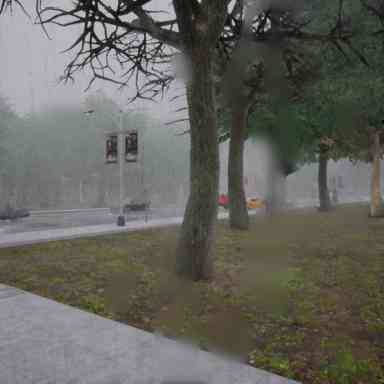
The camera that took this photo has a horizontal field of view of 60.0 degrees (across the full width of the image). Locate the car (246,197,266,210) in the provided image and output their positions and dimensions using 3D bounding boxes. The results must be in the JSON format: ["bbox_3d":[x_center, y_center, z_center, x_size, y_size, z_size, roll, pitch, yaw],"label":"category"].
[{"bbox_3d":[7.827,1.551,45.308,1.882,1.535,5.008,0,0,36],"label":"car"}]

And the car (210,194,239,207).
[{"bbox_3d":[5.269,1.292,52.992,2.150,2.045,5.566,0,0,36],"label":"car"}]

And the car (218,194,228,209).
[{"bbox_3d":[4.831,1.290,46.714,2.150,2.045,5.566,0,0,36],"label":"car"}]

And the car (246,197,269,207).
[{"bbox_3d":[10.914,1.593,55.302,1.837,1.490,4.892,0,0,36],"label":"car"}]

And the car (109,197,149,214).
[{"bbox_3d":[-6.806,1.389,36.259,2.097,1.767,4.553,0,0,36],"label":"car"}]

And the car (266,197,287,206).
[{"bbox_3d":[13.625,1.570,53.505,1.882,1.535,5.008,0,0,36],"label":"car"}]

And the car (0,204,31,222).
[{"bbox_3d":[-14.997,1.563,24.805,2.033,1.411,5.357,0,0,35],"label":"car"}]
